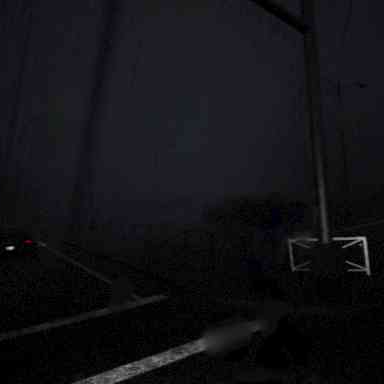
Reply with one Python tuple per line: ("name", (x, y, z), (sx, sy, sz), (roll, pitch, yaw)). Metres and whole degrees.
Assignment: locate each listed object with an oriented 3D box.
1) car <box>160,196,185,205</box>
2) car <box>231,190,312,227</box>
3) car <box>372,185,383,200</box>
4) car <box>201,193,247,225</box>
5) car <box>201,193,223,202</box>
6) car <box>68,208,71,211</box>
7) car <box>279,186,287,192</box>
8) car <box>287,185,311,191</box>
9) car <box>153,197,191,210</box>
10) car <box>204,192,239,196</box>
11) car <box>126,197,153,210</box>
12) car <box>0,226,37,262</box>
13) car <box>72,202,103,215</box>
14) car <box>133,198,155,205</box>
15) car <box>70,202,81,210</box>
("car", (-3.814, 1.698, 66.087), (4.514, 1.523, 2.007), (-4, 0, -33))
("car", (4.774, 0.996, 18.834), (4.514, 1.523, 2.007), (-4, 0, -33))
("car", (18.753, -0.027, 31.440), (3.806, 1.475, 1.970), (-4, 0, -33))
("car", (3.033, 1.126, 21.441), (5.027, 1.636, 2.152), (-4, 0, -33))
("car", (4.065, 1.020, 66.832), (3.806, 1.475, 1.970), (-4, 0, -33))
("car", (-25.453, 3.430, 74.641), (4.674, 1.442, 1.812), (-4, 0, -33))
("car", (14.710, 0.010, 50.867), (3.866, 1.878, 1.905), (-4, 0, -33))
("car", (16.628, -0.122, 48.649), (4.605, 1.855, 1.932), (-4, 0, -33))
("car", (-2.311, 1.546, 43.974), (4.514, 1.523, 2.007), (-4, 0, -33))
("car", (3.057, 1.136, 35.556), (3.633, 1.501, 1.845), (-4, 0, -33))
("car", (-8.464, 1.840, 54.826), (4.605, 1.855, 1.932), (-4, 0, -33))
("car", (-7.997, 2.211, 14.514), (1.994, 1.385, 4.181), (-4, 0, -31))
("car", (-15.526, 2.647, 50.195), (3.806, 1.475, 1.970), (-4, 0, -33))
("car", (-11.977, 2.370, 83.314), (4.892, 1.490, 1.837), (-4, 0, -33))
("car", (-16.833, 2.469, 53.320), (3.866, 1.878, 1.905), (-4, 0, -33))
